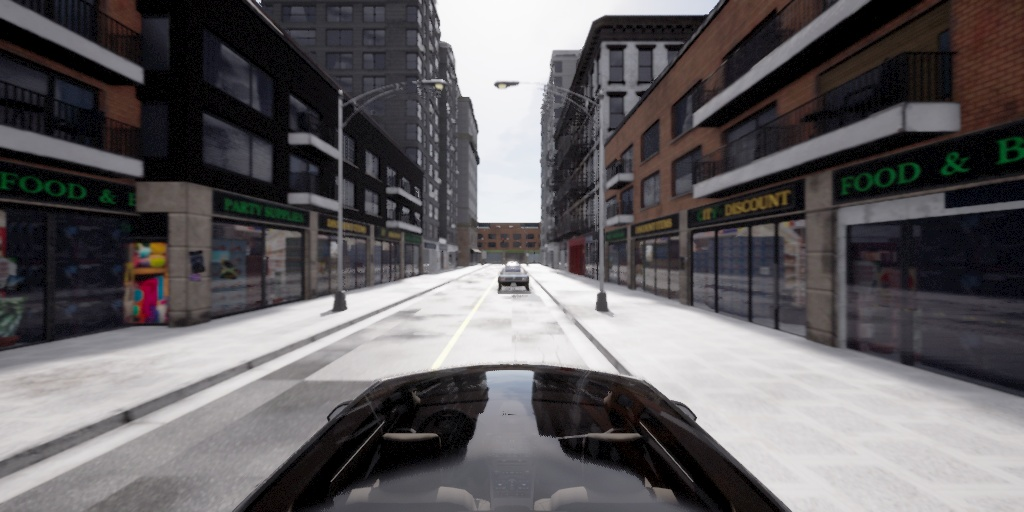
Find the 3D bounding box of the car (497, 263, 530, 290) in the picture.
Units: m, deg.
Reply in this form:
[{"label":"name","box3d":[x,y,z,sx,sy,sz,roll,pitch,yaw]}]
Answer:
[{"label":"car","box3d":[0.092,1.342,22.556,1.895,1.301,4.718,0,0,0]}]

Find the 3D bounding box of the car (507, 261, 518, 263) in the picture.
[{"label":"car","box3d":[0.088,1.301,40.972,2.033,1.411,5.357,0,0,0]}]
